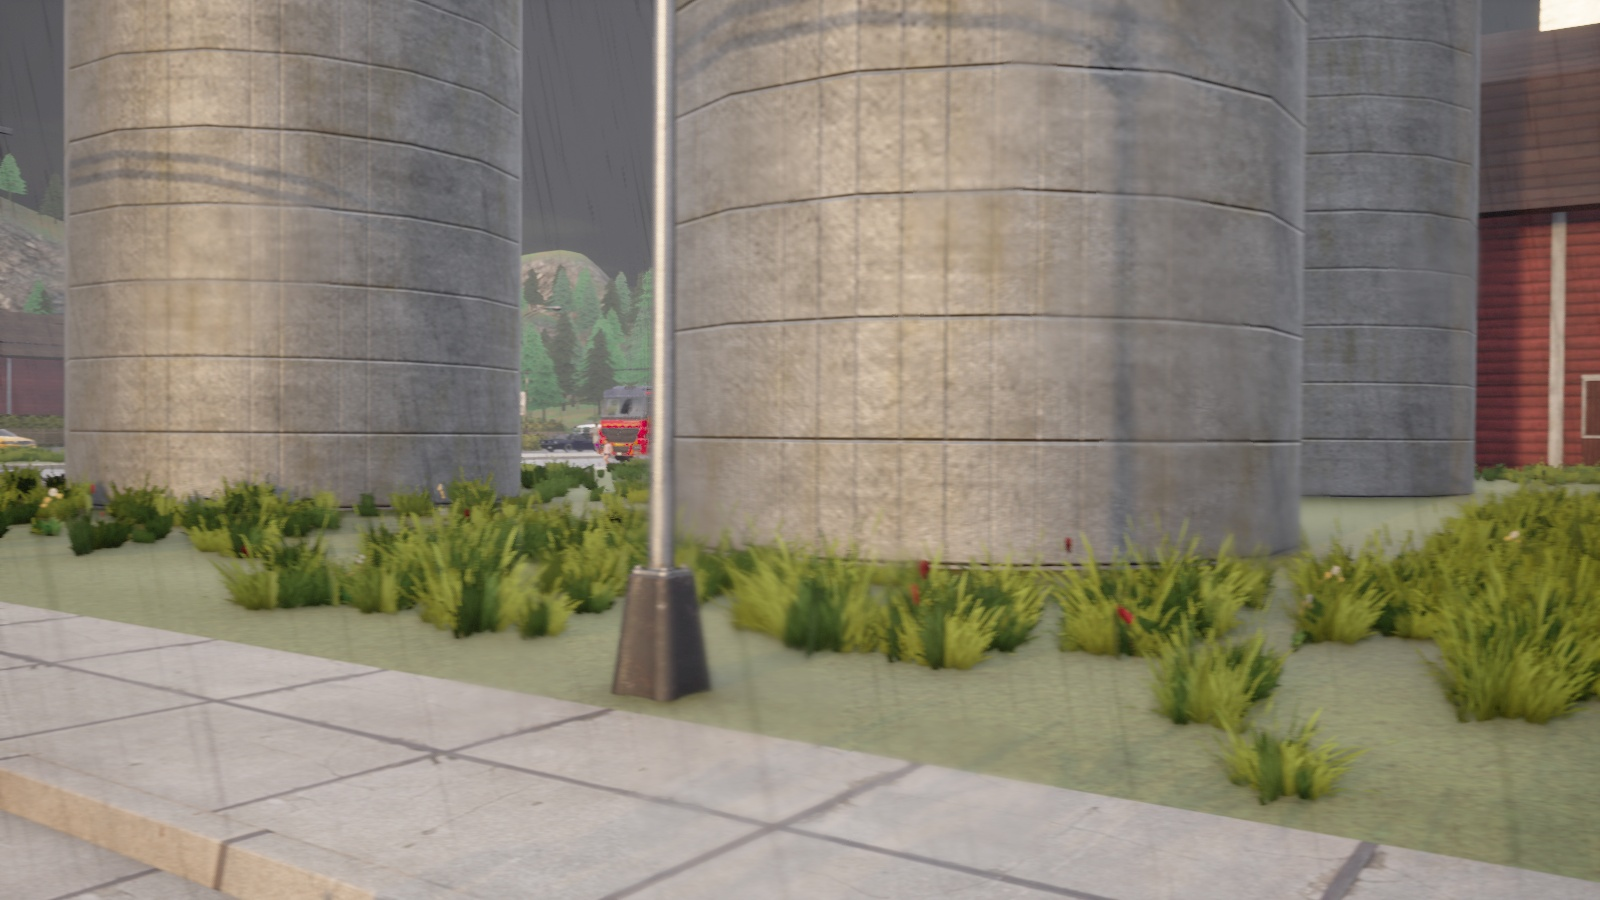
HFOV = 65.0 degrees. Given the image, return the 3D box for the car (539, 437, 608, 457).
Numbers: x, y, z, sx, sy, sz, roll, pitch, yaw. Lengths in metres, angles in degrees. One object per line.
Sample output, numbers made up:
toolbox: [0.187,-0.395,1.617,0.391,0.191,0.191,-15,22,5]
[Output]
car: [-15.518,-0.200,86.342,1.895,1.301,4.718,0,1,34]

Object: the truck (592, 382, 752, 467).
truck: [-5.977,-1.208,60.299,2.891,3.827,8.468,0,1,34]

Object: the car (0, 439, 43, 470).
car: [-42.212,0.221,65.669,5.366,1.575,1.801,0,1,26]

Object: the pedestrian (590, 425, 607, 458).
pedestrian: [-11.973,-0.517,74.587,0.659,1.952,0.873,0,1,12]
